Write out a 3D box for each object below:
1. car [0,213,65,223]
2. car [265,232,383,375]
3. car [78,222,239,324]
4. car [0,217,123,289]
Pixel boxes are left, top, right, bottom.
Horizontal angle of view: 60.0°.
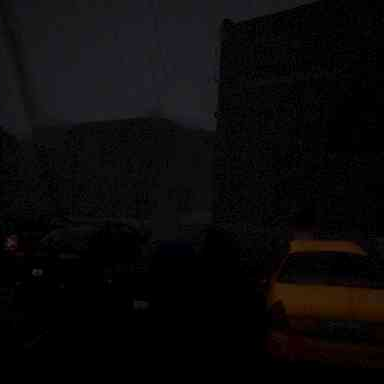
[{"bbox_3d":[-4.927,1.456,10.907,2.185,1.767,4.553,-1,-1,15],"label":"car"},{"bbox_3d":[2.314,1.482,6.013,1.946,1.575,5.366,-1,-1,15],"label":"car"},{"bbox_3d":[-0.124,1.511,7.542,2.097,1.535,5.008,0,-1,15],"label":"car"},{"bbox_3d":[-2.521,1.542,9.229,2.097,1.535,5.008,-1,-1,15],"label":"car"}]
